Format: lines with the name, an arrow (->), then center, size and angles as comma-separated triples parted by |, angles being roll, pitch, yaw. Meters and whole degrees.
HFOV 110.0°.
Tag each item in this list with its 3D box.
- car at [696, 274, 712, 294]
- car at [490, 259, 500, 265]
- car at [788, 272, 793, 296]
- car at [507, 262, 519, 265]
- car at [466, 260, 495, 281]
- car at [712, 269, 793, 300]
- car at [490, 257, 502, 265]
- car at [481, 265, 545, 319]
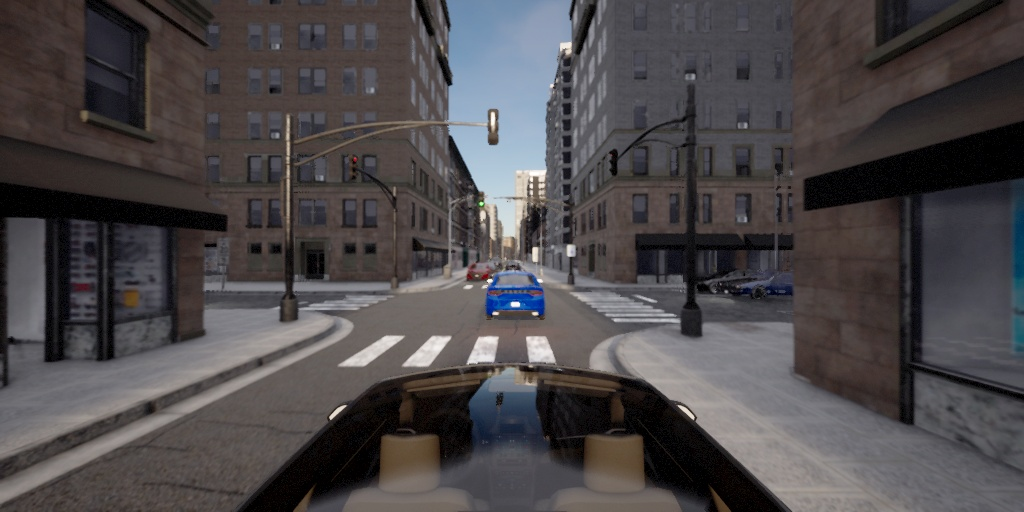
car -> 12.369, 1.386, 20.120 | 4.313, 1.339, 1.948 | 0, 0, 0
car -> -2.825, 1.460, 43.996 | 1.812, 1.442, 4.674 | 0, 0, 0
car -> 12.387, 1.364, 12.095 | 4.403, 1.370, 2.007 | 0, 0, 0
car -> 0.106, 1.428, 41.746 | 1.837, 1.490, 4.892 | 0, 0, 0
car -> -2.844, 1.352, 31.558 | 1.882, 1.535, 5.008 | 0, 0, 0
car -> 13.162, 1.366, 17.585 | 5.357, 1.411, 2.033 | 0, 0, 0
car -> -2.764, 1.243, 59.496 | 2.150, 2.045, 5.566 | 0, -1, 0
car -> 0.104, 1.277, 13.035 | 1.882, 1.535, 5.008 | 0, 0, 0
